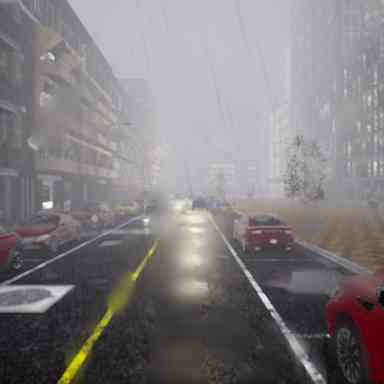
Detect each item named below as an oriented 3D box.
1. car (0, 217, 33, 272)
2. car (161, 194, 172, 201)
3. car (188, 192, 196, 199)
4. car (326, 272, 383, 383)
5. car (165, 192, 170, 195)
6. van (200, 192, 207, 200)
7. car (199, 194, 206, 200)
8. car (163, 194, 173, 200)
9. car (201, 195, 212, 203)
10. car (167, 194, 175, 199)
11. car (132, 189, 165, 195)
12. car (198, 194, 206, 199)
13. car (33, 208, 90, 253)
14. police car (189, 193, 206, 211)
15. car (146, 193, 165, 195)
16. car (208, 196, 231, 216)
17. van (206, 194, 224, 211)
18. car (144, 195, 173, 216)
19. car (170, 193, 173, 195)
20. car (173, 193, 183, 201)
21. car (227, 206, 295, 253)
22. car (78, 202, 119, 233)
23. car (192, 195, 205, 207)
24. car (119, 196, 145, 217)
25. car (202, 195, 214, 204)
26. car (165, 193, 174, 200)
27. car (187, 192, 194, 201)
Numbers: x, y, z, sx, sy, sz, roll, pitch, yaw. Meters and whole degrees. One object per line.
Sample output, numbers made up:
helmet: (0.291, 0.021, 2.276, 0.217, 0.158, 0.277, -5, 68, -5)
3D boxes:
car: (-5.694, 1.402, 7.657, 1.967, 1.590, 4.097, 0, 0, 0)
car: (-5.680, 1.236, 73.977, 2.008, 1.369, 4.403, 0, 0, 0)
car: (0.020, 0.867, 88.299, 2.097, 1.767, 4.553, 0, 0, 0)
car: (2.685, 1.304, 2.127, 2.192, 1.841, 5.009, 0, 0, 0)
car: (-5.683, 1.250, 62.754, 1.752, 1.417, 4.829, 0, 0, 0)
van: (2.699, 1.007, 79.500, 1.690, 1.788, 3.998, 0, 0, 0)
car: (2.702, 1.173, 85.196, 1.752, 1.417, 4.829, 0, 0, 0)
car: (-5.679, 1.217, 79.503, 2.008, 1.369, 4.403, 0, 0, 0)
car: (2.697, 1.306, 62.922, 1.802, 1.307, 4.206, 0, 0, 0)
car: (-5.677, 1.198, 90.556, 1.947, 1.339, 4.313, 0, 0, 0)
car: (-7.379, 0.722, 53.635, 2.045, 2.150, 5.566, 17, 5, 29)
car: (2.703, 1.197, 90.554, 1.947, 1.339, 4.313, 0, 0, 0)
car: (-5.692, 1.517, 13.184, 1.802, 1.307, 4.206, 0, 0, 0)
police car: (0.908, 1.244, 38.396, 1.930, 1.638, 5.238, 0, 0, 0)
car: (-5.685, 1.311, 51.870, 1.887, 1.381, 4.507, 0, 0, 0)
car: (2.691, 1.381, 29.932, 1.752, 1.417, 4.829, 0, 0, 0)
van: (2.691, 1.173, 35.286, 1.690, 1.788, 3.998, 0, 0, 0)
car: (-3.089, 1.329, 30.820, 1.882, 1.535, 5.008, 0, 0, 0)
car: (-5.684, 1.020, 68.449, 2.192, 1.841, 5.009, 0, 0, 0)
car: (-2.986, 0.997, 72.713, 2.097, 1.767, 4.553, 0, 0, 0)
car: (2.688, 1.479, 13.182, 1.887, 1.381, 4.507, 0, 0, 0)
car: (-5.692, 1.348, 18.710, 1.967, 1.590, 4.097, 0, 0, 0)
car: (0.909, 1.285, 48.286, 1.837, 1.490, 4.892, 0, 0, 0)
car: (-5.689, 1.383, 29.594, 1.752, 1.417, 4.829, 0, 0, 0)
car: (2.696, 1.270, 57.564, 1.752, 1.417, 4.829, 0, 0, 0)
car: (-5.679, 1.089, 85.028, 1.967, 1.590, 4.097, 0, 0, 0)
car: (0.015, 1.099, 72.673, 1.837, 1.490, 4.892, 0, 0, 0)
